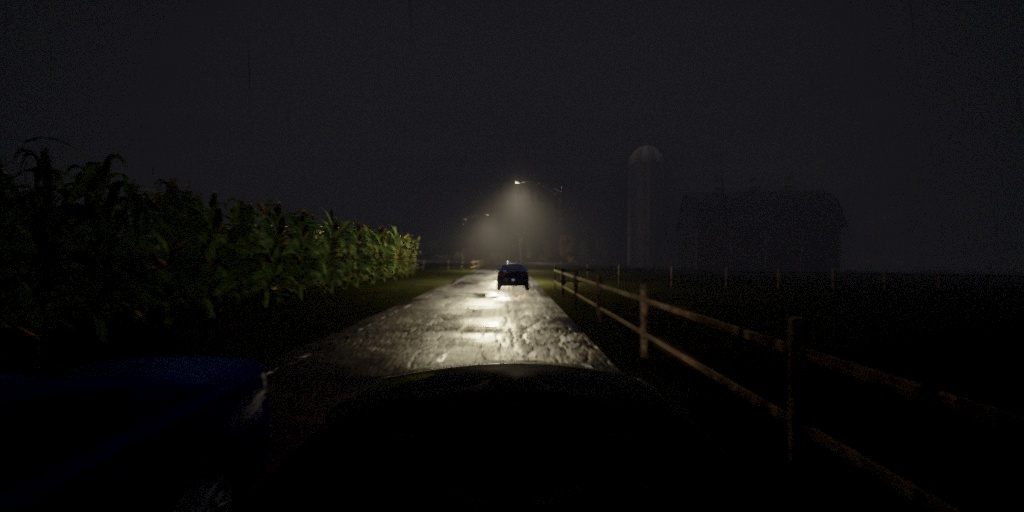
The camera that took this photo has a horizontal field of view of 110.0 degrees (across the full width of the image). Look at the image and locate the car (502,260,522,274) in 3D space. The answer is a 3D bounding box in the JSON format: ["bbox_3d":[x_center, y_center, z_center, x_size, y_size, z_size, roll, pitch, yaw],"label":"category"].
[{"bbox_3d":[0.008,1.249,41.769,2.128,1.511,4.902,0,0,0],"label":"car"}]

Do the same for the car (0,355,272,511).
[{"bbox_3d":[-2.841,1.228,0.743,1.882,1.535,5.008,0,0,0],"label":"car"}]

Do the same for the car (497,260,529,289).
[{"bbox_3d":[0.058,1.226,22.971,1.882,1.535,5.008,0,0,0],"label":"car"}]
